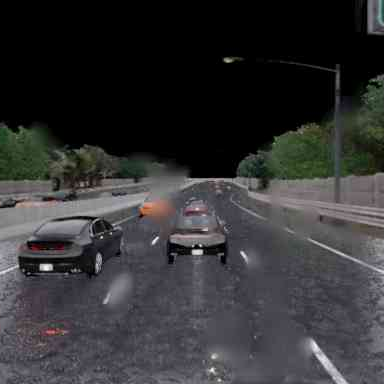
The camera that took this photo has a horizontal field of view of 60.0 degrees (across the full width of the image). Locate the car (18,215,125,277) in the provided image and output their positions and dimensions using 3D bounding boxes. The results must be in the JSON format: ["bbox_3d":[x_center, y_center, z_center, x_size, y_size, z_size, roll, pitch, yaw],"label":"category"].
[{"bbox_3d":[-3.340,1.471,10.085,1.837,1.490,4.892,0,0,0],"label":"car"}]

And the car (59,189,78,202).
[{"bbox_3d":[-19.829,0.562,52.435,2.150,2.045,5.566,0,1,3],"label":"car"}]

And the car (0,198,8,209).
[{"bbox_3d":[-17.200,1.271,29.646,2.128,1.511,4.902,0,1,2],"label":"car"}]

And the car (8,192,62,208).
[{"bbox_3d":[-13.703,1.134,29.377,2.097,1.767,4.553,0,1,2],"label":"car"}]

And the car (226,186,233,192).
[{"bbox_3d":[10.622,-0.789,94.269,1.812,1.442,4.674,0,3,6],"label":"car"}]

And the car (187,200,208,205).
[{"bbox_3d":[0.495,1.349,29.295,1.994,1.385,4.181,0,1,1],"label":"car"}]

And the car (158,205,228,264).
[{"bbox_3d":[0.176,1.448,11.684,2.128,1.511,4.902,0,0,1],"label":"car"}]

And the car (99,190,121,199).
[{"bbox_3d":[-12.894,0.874,51.175,1.837,1.490,4.892,0,1,3],"label":"car"}]

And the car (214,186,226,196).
[{"bbox_3d":[5.932,0.074,74.799,2.033,1.411,5.357,0,2,4],"label":"car"}]

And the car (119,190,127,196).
[{"bbox_3d":[-15.324,0.287,71.366,1.895,1.301,4.718,0,2,3],"label":"car"}]

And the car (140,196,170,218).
[{"bbox_3d":[-3.033,1.149,28.166,2.097,1.767,4.553,0,1,1],"label":"car"}]
